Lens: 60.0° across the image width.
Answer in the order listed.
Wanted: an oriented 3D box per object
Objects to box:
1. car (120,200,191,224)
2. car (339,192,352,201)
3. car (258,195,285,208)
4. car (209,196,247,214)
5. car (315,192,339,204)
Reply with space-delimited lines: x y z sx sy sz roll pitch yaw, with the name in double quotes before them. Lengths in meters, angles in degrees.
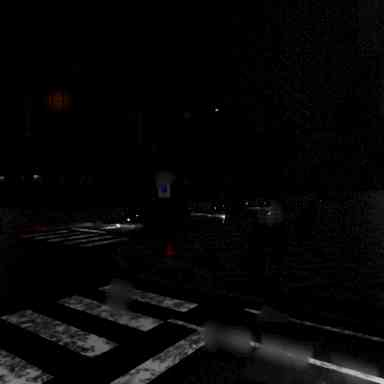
"car" -2.259 1.283 22.504 2.033 1.411 5.357 0 1 38
"car" 25.362 0.654 55.720 1.882 1.535 5.008 0 1 36
"car" 9.239 1.035 38.636 1.994 1.385 4.181 0 1 36
"car" 3.398 1.110 30.479 1.837 1.490 4.892 0 1 36
"car" 18.521 0.837 46.149 1.837 1.490 4.892 0 1 36
